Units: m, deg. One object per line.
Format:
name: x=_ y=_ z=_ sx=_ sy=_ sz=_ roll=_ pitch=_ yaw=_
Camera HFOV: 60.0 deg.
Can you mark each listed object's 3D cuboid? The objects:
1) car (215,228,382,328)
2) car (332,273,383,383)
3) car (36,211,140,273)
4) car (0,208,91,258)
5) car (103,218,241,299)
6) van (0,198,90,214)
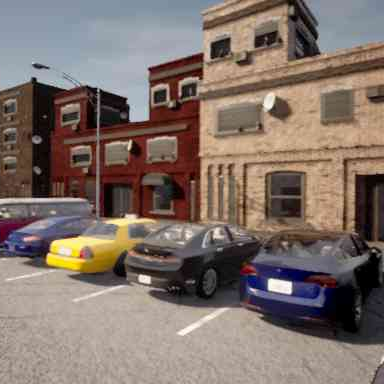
car: x=2.713 y=1.507 z=7.053 sx=2.163 sy=1.488 sz=4.792 roll=0 pitch=0 yaw=35
car: x=3.392 y=1.551 z=0.962 sx=5.357 sy=1.411 sz=2.033 roll=0 pitch=0 yaw=35
car: x=-1.689 y=1.470 z=10.378 sx=1.946 sy=1.575 sz=5.366 roll=0 pitch=0 yaw=35
car: x=-4.045 y=1.512 z=11.825 sx=2.002 sy=1.452 sz=4.674 roll=0 pitch=0 yaw=35
car: x=0.445 y=1.476 z=8.624 sx=2.231 sy=1.521 sz=4.892 roll=0 pitch=0 yaw=35
van: x=-6.256 y=1.247 z=13.259 sx=1.878 sy=1.987 sz=4.442 roll=0 pitch=0 yaw=35
